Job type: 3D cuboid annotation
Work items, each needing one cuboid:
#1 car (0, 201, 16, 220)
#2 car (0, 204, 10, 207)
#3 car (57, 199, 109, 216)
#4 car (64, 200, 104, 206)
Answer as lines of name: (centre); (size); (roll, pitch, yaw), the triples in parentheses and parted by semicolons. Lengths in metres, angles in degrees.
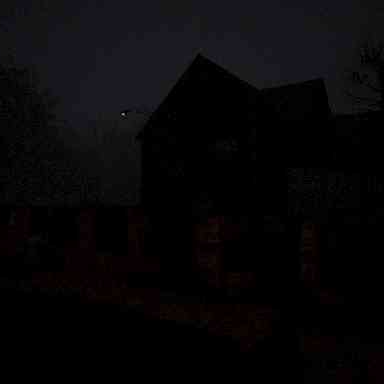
car: (-17.370, 1.548, 27.155); (2.128, 1.511, 4.902); (0, 0, 35)
car: (-13.851, 1.258, 20.534); (2.150, 2.045, 5.566); (0, 0, 35)
car: (-11.517, 1.581, 35.417); (2.128, 1.511, 4.902); (0, 0, 35)
car: (-10.336, 1.641, 31.464); (1.994, 1.385, 4.181); (0, 0, 35)
